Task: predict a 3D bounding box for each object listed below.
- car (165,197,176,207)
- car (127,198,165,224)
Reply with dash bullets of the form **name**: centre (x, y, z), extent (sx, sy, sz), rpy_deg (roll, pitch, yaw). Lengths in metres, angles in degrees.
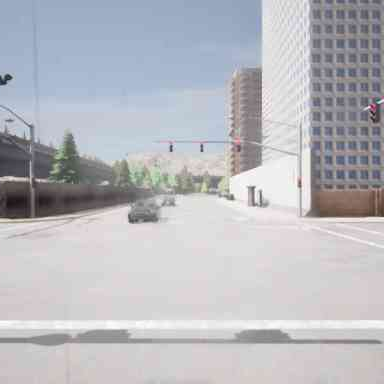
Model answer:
- **car**: centre (-3.536, 1.486, 51.415), extent (2.128, 1.511, 4.902), rpy_deg (0, 0, 0)
- **car**: centre (-3.516, 1.361, 25.257), extent (2.097, 1.767, 4.553), rpy_deg (0, 0, 0)
